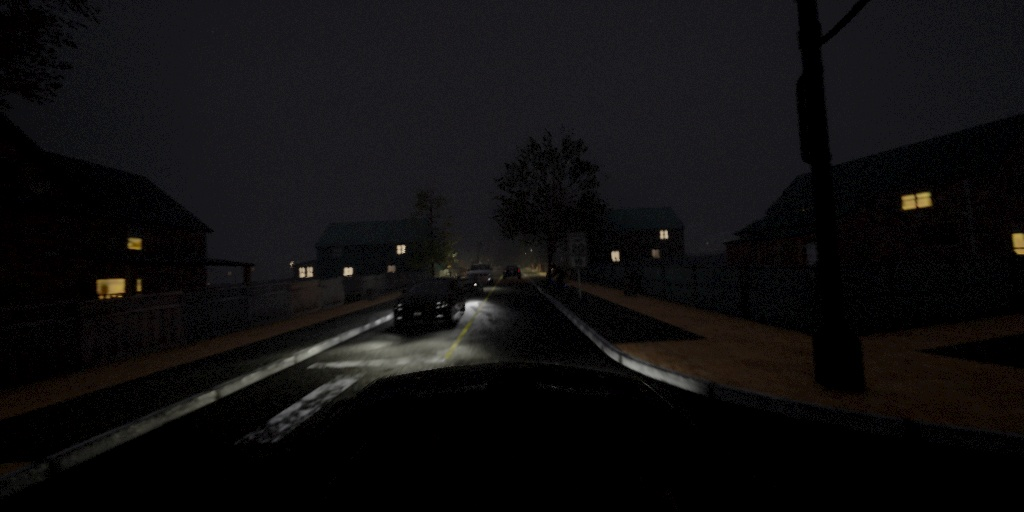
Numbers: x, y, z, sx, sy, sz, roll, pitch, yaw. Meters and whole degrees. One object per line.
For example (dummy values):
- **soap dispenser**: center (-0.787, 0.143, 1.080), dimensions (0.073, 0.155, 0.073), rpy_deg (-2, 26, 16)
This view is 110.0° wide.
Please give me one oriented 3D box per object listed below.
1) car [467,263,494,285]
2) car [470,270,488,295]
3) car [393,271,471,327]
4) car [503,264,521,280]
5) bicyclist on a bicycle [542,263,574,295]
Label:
- **car**: center (-2.935, 1.697, 34.004), dimensions (2.150, 2.045, 5.566), rpy_deg (-3, -1, 0)
- **car**: center (-2.899, 1.864, 23.526), dimensions (1.895, 1.301, 4.718), rpy_deg (-3, -1, 0)
- **car**: center (-2.882, 1.534, 13.375), dimensions (1.882, 1.535, 5.008), rpy_deg (-3, -1, 0)
- **car**: center (-0.022, 1.877, 43.619), dimensions (2.097, 1.767, 4.553), rpy_deg (-3, -1, 0)
- **bicyclist on a bicycle**: center (2.324, 1.201, 18.334), dimensions (1.656, 1.620, 0.582), rpy_deg (-3, -1, 0)
